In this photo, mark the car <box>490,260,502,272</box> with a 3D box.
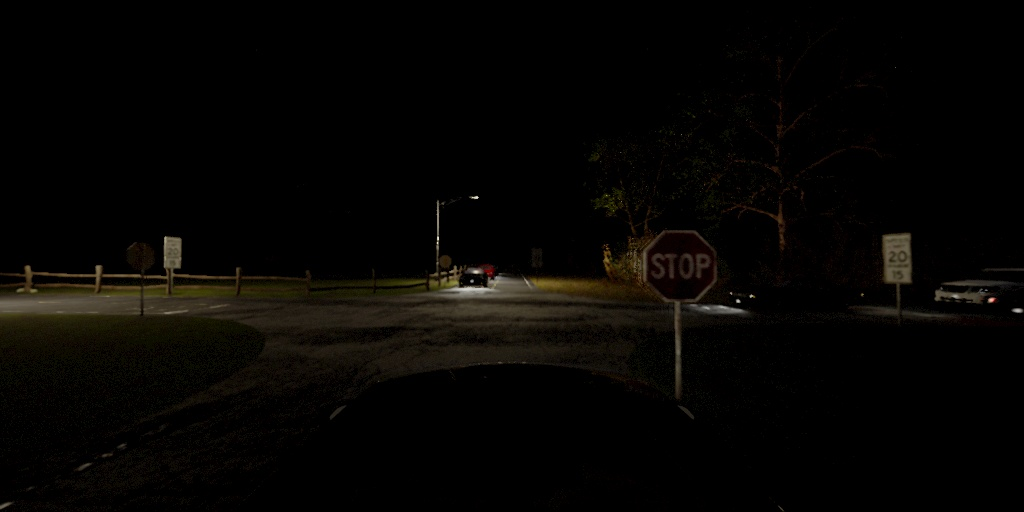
[{"bbox_3d":[-2.761,1.710,58.799,2.150,2.045,5.566,0,-1,0],"label":"car"}]

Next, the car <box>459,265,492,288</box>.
[{"bbox_3d":[-2.852,1.637,27.445,1.994,1.385,4.181,0,-1,0],"label":"car"}]

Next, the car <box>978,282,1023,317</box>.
[{"bbox_3d":[21.408,1.811,13.615,4.718,1.301,1.895,1,-2,0],"label":"car"}]

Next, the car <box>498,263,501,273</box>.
[{"bbox_3d":[-2.834,1.944,48.045,1.895,1.301,4.718,0,-1,0],"label":"car"}]

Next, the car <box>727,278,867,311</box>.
[{"bbox_3d":[12.980,1.714,16.449,5.357,1.411,2.033,1,-2,-1],"label":"car"}]

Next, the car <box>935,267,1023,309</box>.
[{"bbox_3d":[23.187,1.540,16.553,5.566,2.045,2.150,1,-2,0],"label":"car"}]

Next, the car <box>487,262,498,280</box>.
[{"bbox_3d":[-2.839,1.689,38.071,1.882,1.535,5.008,0,-1,0],"label":"car"}]
